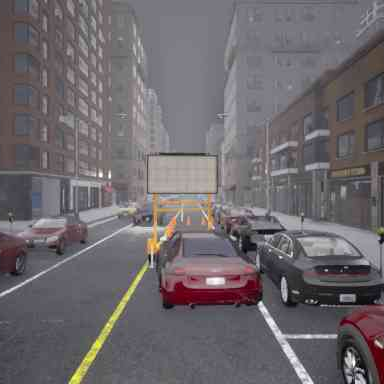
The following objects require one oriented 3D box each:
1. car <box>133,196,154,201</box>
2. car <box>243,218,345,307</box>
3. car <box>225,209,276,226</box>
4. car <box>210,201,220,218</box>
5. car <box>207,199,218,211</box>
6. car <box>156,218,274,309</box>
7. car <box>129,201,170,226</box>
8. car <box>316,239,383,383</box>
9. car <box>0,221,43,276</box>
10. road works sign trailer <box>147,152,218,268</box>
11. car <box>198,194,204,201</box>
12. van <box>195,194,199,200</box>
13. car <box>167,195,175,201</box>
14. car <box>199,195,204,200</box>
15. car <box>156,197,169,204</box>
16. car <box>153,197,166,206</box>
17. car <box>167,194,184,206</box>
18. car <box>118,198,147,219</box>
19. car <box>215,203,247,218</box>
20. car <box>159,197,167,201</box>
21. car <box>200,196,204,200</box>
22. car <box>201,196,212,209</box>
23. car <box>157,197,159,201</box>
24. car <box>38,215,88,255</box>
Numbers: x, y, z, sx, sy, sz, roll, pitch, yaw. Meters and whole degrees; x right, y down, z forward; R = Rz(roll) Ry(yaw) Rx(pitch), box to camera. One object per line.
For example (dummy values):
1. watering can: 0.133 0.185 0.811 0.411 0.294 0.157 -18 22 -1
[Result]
1. car: -5.464 1.334 35.354 2.192 1.841 5.009 0 0 0
2. car: 2.620 1.552 7.784 2.008 1.369 4.403 0 0 0
3. car: 2.608 1.569 13.302 1.947 1.339 4.313 0 0 0
4. car: 2.584 1.562 24.340 2.008 1.369 4.403 0 0 0
5. car: 2.573 1.597 29.859 1.802 1.307 4.206 0 0 0
6. car: 0.196 1.558 7.932 1.994 1.385 4.181 1 0 -7
7. car: -2.899 1.574 23.555 1.994 1.385 4.181 0 0 0
8. car: 2.632 1.440 2.265 1.967 1.590 4.097 0 0 0
9. car: -5.405 1.583 7.763 1.802 1.307 4.206 0 0 0
10. road works sign trailer: -0.340 0.467 11.394 2.380 3.560 2.880 0 0 -6
11. car: 2.514 1.476 57.453 1.967 1.590 4.097 0 0 0
12. van: 2.444 1.399 90.053 1.690 1.788 3.998 0 0 0
13. car: -5.581 1.608 90.027 2.008 1.369 4.403 0 0 0
14. car: 2.525 1.613 51.934 1.802 1.307 4.206 0 0 0
15. car: -5.523 1.590 62.946 2.008 1.369 4.403 0 0 0
16. car: -5.511 1.561 57.257 1.752 1.417 4.829 0 0 0
17. car: -2.870 1.583 57.102 2.033 1.411 5.357 0 0 0
18. car: -5.448 1.540 29.668 1.752 1.417 4.829 0 0 0
19. car: 2.596 1.552 18.821 1.887 1.381 4.507 0 0 0
20. car: -5.500 1.471 51.910 1.967 1.590 4.097 0 0 0
21. car: 2.537 1.578 46.415 2.008 1.369 4.403 0 0 0
22. car: 2.549 1.574 40.897 2.008 1.369 4.403 0 0 0
23. car: -5.476 1.605 40.872 1.802 1.307 4.206 0 0 0
24. car: -5.417 1.585 13.281 1.802 1.307 4.206 0 0 0
